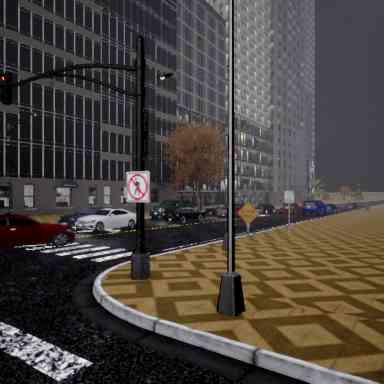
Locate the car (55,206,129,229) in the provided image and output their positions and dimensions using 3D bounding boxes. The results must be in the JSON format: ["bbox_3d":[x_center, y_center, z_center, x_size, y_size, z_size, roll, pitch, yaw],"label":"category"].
[{"bbox_3d":[-7.495,1.873,25.514,2.033,1.411,5.357,0,-1,33],"label":"car"}]

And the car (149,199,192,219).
[{"bbox_3d":[-1.964,1.730,34.071,2.150,2.045,5.566,0,-1,33],"label":"car"}]

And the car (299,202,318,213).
[{"bbox_3d":[19.223,2.507,54.706,1.882,1.535,5.008,0,-1,33],"label":"car"}]

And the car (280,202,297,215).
[{"bbox_3d":[13.878,2.206,46.341,2.097,1.767,4.553,0,-1,33],"label":"car"}]

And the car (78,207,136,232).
[{"bbox_3d":[-5.619,1.827,22.462,1.812,1.442,4.674,0,-1,33],"label":"car"}]

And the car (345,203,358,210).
[{"bbox_3d":[31.545,2.838,65.693,1.812,1.442,4.674,0,-1,33],"label":"car"}]

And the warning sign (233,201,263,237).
[{"bbox_3d":[3.145,1.454,18.548,1.300,1.860,1.060,1,1,33],"label":"warning sign"}]

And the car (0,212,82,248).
[{"bbox_3d":[-7.509,1.688,14.307,4.674,1.442,1.812,1,0,-35],"label":"car"}]

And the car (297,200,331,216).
[{"bbox_3d":[16.198,2.066,43.973,2.150,2.045,5.566,0,-1,35],"label":"car"}]

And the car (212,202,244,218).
[{"bbox_3d":[4.654,1.992,38.315,2.097,1.767,4.553,0,-1,33],"label":"car"}]

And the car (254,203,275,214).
[{"bbox_3d":[10.160,2.325,46.779,1.837,1.490,4.892,0,-1,33],"label":"car"}]

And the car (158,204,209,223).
[{"bbox_3d":[-0.664,2.066,30.099,1.895,1.301,4.718,0,-1,33],"label":"car"}]

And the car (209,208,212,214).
[{"bbox_3d":[3.488,2.289,42.494,1.895,1.301,4.718,0,-1,33],"label":"car"}]

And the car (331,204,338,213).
[{"bbox_3d":[21.953,2.558,52.942,1.812,1.442,4.674,0,-1,33],"label":"car"}]
